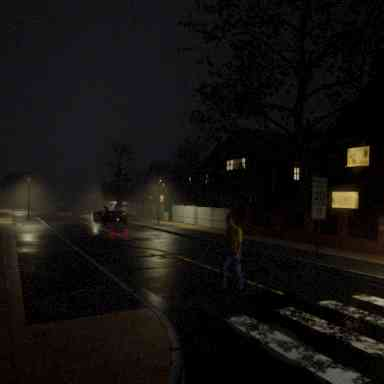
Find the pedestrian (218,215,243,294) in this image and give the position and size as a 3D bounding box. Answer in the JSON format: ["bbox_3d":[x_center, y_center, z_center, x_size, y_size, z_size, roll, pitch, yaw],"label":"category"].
[{"bbox_3d":[0.921,1.401,7.608,0.375,1.860,0.375,1,-1,-29],"label":"pedestrian"}]

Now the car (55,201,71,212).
[{"bbox_3d":[-19.536,2.158,50.245,2.128,1.511,4.902,2,-2,-29],"label":"car"}]

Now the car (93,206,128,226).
[{"bbox_3d":[-6.677,1.871,26.882,2.128,1.511,4.902,2,-2,-29],"label":"car"}]
